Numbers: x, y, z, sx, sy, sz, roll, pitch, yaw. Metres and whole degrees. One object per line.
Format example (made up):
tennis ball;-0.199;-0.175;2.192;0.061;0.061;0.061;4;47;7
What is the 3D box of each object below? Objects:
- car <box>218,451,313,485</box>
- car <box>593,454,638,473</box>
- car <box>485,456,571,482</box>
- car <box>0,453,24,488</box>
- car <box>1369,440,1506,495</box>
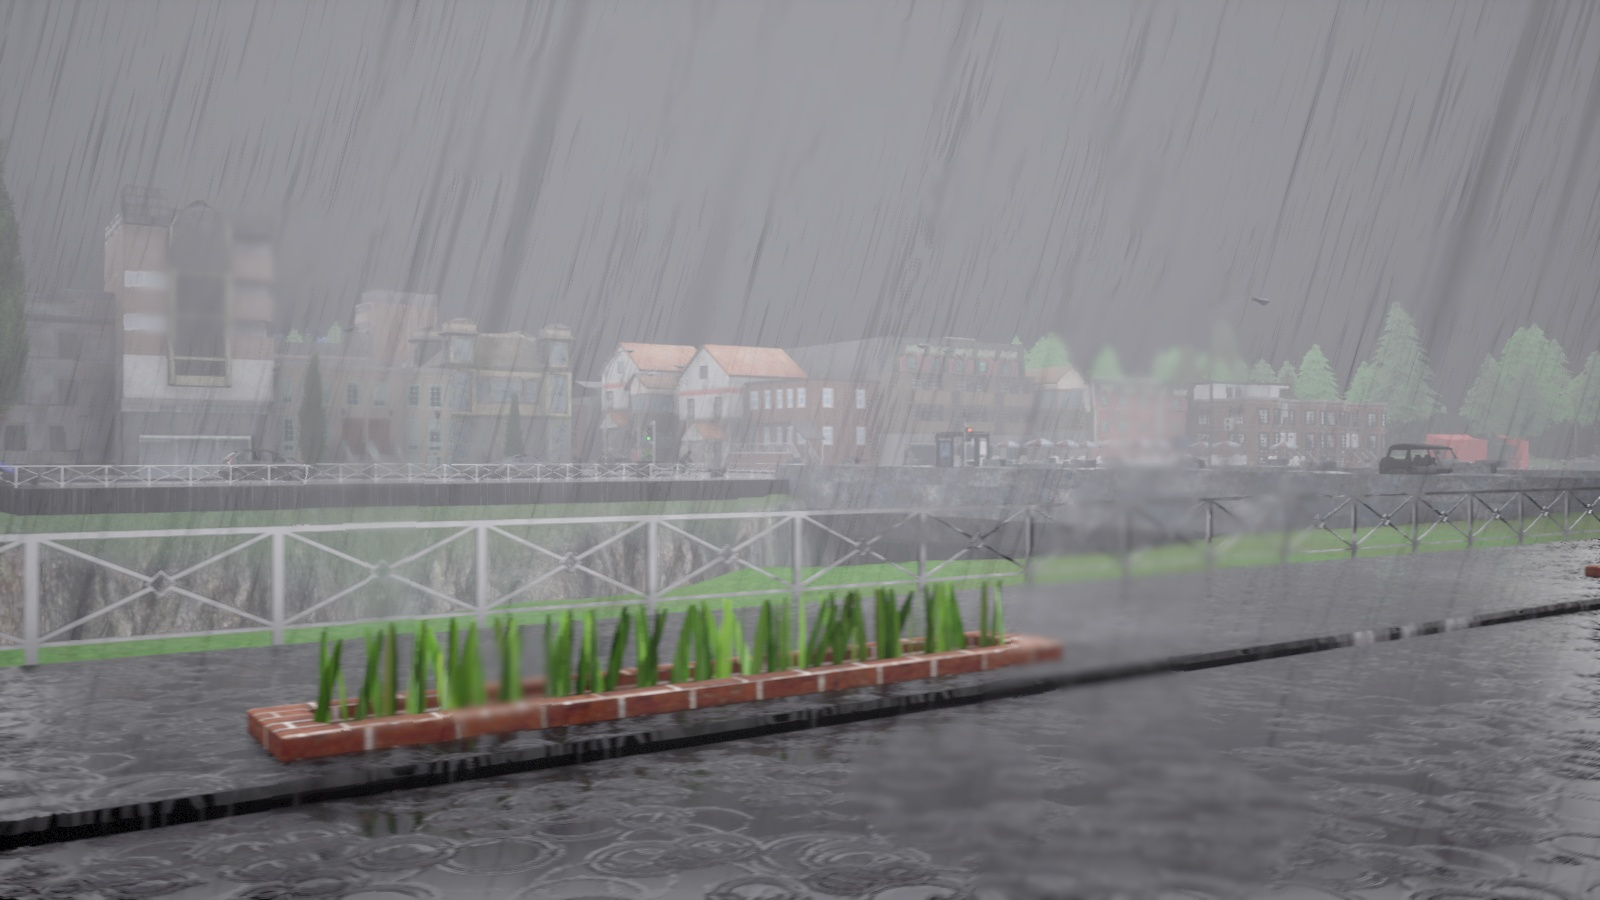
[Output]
car;-26.077;0.848;61.314;3.988;1.617;1.851;0;0;-35
car;-14.363;1.028;97.541;1.816;1.474;4.193;0;0;-35
car;-14.962;1.010;69.053;4.181;1.385;1.994;0;0;-35
car;-36.232;0.901;54.241;4.514;1.525;2.007;0;0;-35
car;22.560;0.602;44.551;1.905;1.878;3.866;0;0;-35
